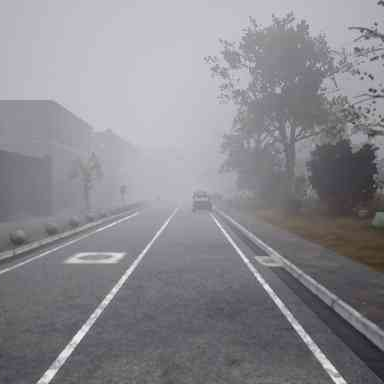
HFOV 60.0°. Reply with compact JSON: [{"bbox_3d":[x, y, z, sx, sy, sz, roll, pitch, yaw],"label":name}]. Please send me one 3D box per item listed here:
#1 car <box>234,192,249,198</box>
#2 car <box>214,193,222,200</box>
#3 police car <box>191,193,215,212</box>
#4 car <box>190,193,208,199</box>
[{"bbox_3d":[12.256,0.641,82.302,1.812,1.442,4.674,0,1,40],"label":"car"},{"bbox_3d":[4.804,0.857,69.864,1.882,1.535,5.008,0,1,25],"label":"car"},{"bbox_3d":[1.050,1.211,35.979,1.930,1.638,5.238,0,0,0],"label":"police car"},{"bbox_3d":[1.716,0.920,78.200,2.033,1.411,5.357,0,1,26],"label":"car"}]
